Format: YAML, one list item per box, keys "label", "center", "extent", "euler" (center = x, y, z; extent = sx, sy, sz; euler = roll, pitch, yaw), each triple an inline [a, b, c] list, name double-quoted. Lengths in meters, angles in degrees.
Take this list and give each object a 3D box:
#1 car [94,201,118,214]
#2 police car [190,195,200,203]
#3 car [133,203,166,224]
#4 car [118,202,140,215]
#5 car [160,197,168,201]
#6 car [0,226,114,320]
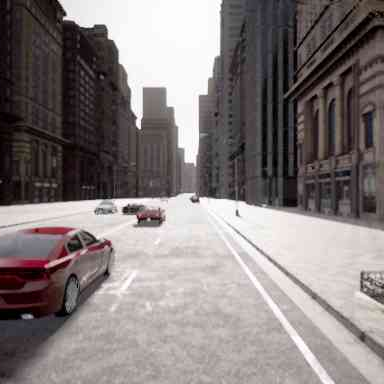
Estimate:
- label: "car"
  center: [-9.842, 1.739, 38.353]
  extent: [1.812, 1.442, 4.674]
  euler: [0, -1, 0]
- label: "police car"
  center: [0.971, 1.903, 82.214]
  extent: [1.930, 1.638, 5.238]
  euler: [0, 0, 0]
- label: "car"
  center: [-3.152, 1.748, 26.501]
  extent: [1.895, 1.301, 4.718]
  euler: [0, 0, 0]
- label: "car"
  center: [-6.596, 1.808, 37.243]
  extent: [1.895, 1.301, 4.718]
  euler: [0, 0, 0]
- label: "car"
  center: [-6.503, 1.744, 78.789]
  extent: [1.812, 1.442, 4.674]
  euler: [0, 0, 0]
- label: "car"
  center: [-3.152, 1.520, 7.573]
  extent: [1.882, 1.535, 5.008]
  euler: [0, 0, 0]
